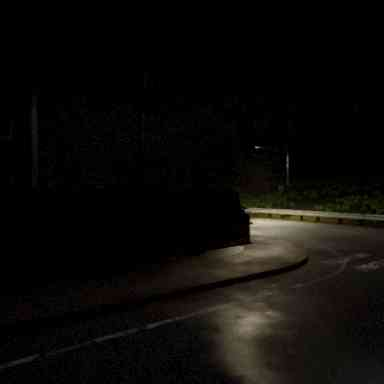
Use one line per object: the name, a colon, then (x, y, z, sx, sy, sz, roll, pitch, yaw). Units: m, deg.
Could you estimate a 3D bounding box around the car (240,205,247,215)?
car: (1.265, 1.122, 22.627, 2.150, 2.045, 5.566, 0, 0, -35)
